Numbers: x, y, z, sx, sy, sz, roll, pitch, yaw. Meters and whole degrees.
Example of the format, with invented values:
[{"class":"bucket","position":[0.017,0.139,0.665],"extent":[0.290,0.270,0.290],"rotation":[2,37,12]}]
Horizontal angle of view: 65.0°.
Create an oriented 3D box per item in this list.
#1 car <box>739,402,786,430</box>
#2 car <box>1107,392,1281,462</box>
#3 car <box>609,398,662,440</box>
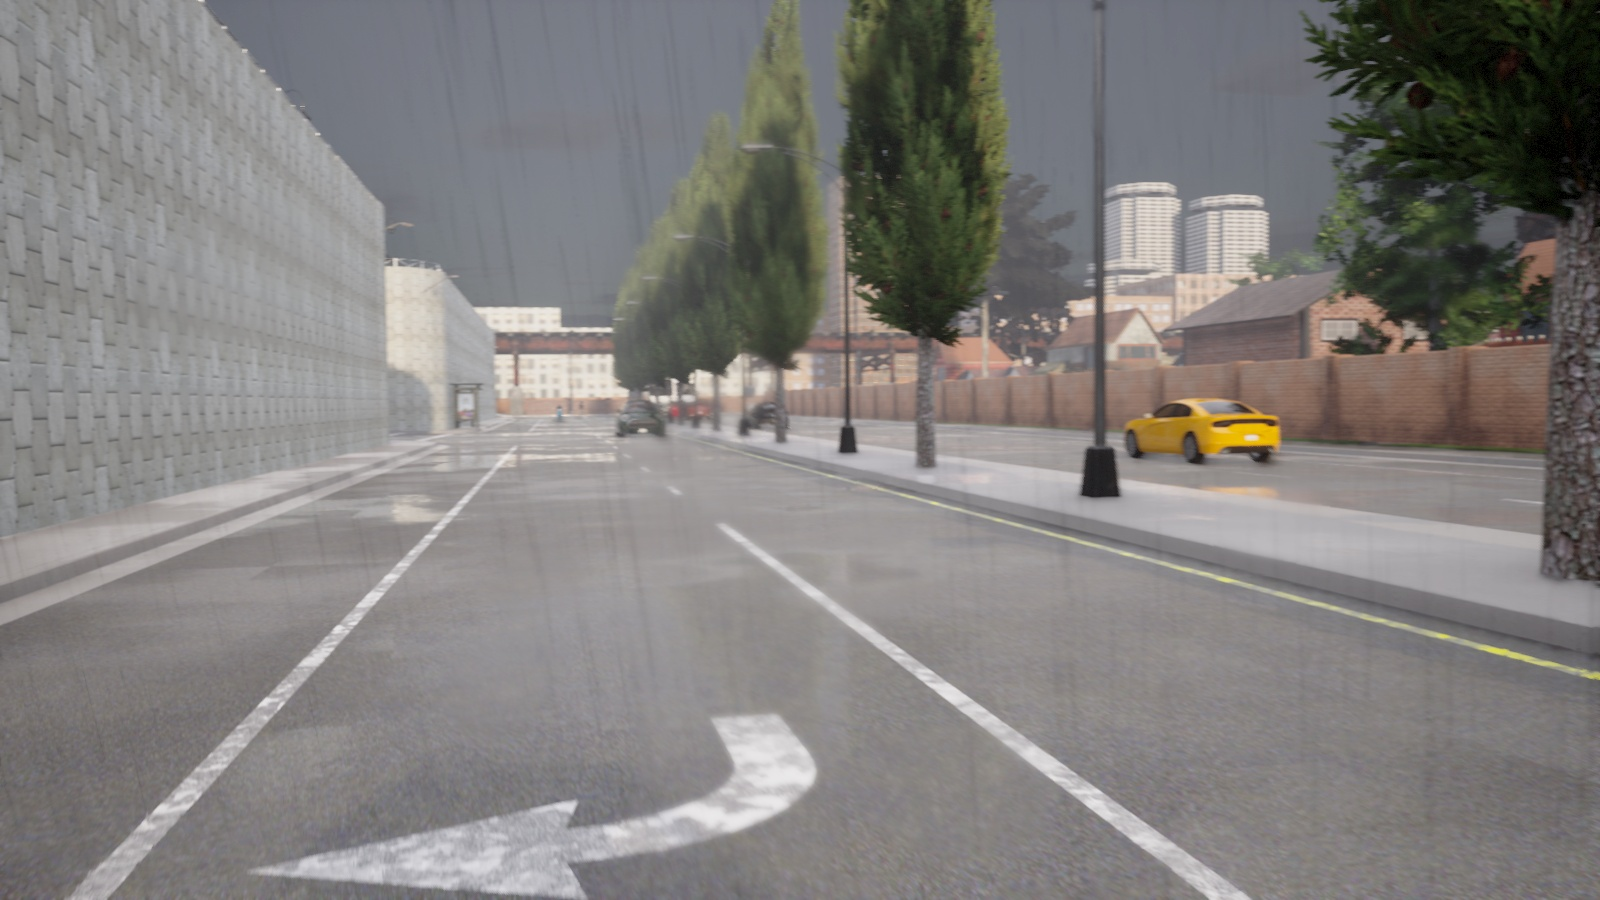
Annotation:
[{"class":"car","position":[-2.190,-1.949,71.432],"extent":[1.837,1.490,4.892],"rotation":[-2,2,-11]},{"class":"car","position":[9.477,-0.605,30.715],"extent":[1.882,1.535,5.008],"rotation":[-2,2,-11]},{"class":"car","position":[-7.598,-1.448,57.612],"extent":[2.097,1.767,4.553],"rotation":[-1,2,-11]}]
